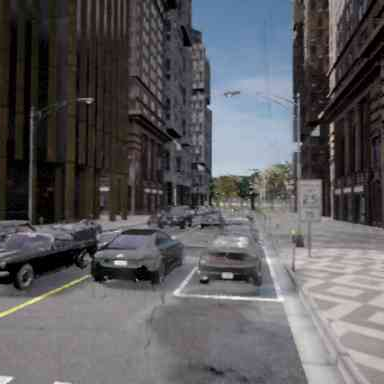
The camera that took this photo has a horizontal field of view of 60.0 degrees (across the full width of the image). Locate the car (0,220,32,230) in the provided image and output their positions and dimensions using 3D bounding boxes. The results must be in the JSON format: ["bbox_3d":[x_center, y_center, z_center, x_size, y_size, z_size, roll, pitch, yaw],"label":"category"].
[{"bbox_3d":[-7.169,1.760,11.725,1.967,1.590,4.097,0,-2,10],"label":"car"}]

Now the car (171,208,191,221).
[{"bbox_3d":[-1.399,3.020,45.223,1.967,1.590,4.097,0,-2,10],"label":"car"}]

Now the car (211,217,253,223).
[{"bbox_3d":[2.188,2.086,15.828,1.947,1.339,4.313,0,-2,10],"label":"car"}]

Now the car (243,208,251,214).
[{"bbox_3d":[13.728,4.717,82.818,1.887,1.381,4.507,-1,-3,10],"label":"car"}]

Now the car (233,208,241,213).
[{"bbox_3d":[12.114,4.969,89.673,1.812,1.442,4.674,0,-2,10],"label":"car"}]

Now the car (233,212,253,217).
[{"bbox_3d":[3.179,2.256,21.578,1.752,1.417,4.829,0,-2,10],"label":"car"}]

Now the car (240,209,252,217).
[{"bbox_3d":[9.882,3.797,60.489,2.008,1.369,4.403,0,-2,10],"label":"car"}]

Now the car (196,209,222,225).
[{"bbox_3d":[1.954,2.603,30.710,2.033,1.411,5.357,0,-2,10],"label":"car"}]

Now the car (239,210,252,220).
[{"bbox_3d":[7.959,3.383,49.322,1.802,1.307,4.206,0,-2,10],"label":"car"}]

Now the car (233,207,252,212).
[{"bbox_3d":[6.035,2.801,38.162,1.967,1.590,4.097,0,-2,10],"label":"car"}]

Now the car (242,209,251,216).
[{"bbox_3d":[10.844,4.054,66.070,1.802,1.307,4.206,-1,-2,10],"label":"car"}]

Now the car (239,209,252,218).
[{"bbox_3d":[8.920,3.574,54.907,2.008,1.369,4.403,0,-2,10],"label":"car"}]

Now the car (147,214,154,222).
[{"bbox_3d":[-3.323,2.727,34.052,1.802,1.307,4.206,0,-2,10],"label":"car"}]

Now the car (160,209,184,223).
[{"bbox_3d":[-2.361,2.801,39.639,1.967,1.590,4.097,0,-2,10],"label":"car"}]

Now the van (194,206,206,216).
[{"bbox_3d":[1.486,3.588,61.975,1.690,1.788,3.998,0,-2,10],"label":"van"}]

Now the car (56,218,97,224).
[{"bbox_3d":[-6.208,2.072,17.305,2.008,1.369,4.403,0,-2,10],"label":"car"}]

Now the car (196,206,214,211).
[{"bbox_3d":[1.395,2.710,45.137,1.837,1.490,4.892,0,-2,10],"label":"car"}]

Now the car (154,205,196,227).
[{"bbox_3d":[-1.378,2.214,29.604,2.150,2.045,5.566,0,-2,10],"label":"car"}]

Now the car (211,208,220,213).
[{"bbox_3d":[6.295,4.964,89.877,2.008,1.369,4.403,-1,-3,10],"label":"car"}]

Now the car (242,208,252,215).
[{"bbox_3d":[11.805,4.252,71.653,2.008,1.369,4.403,-1,-2,10],"label":"car"}]

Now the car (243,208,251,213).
[{"bbox_3d":[14.690,4.978,88.399,1.947,1.339,4.313,-1,-3,10],"label":"car"}]

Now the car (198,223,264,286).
[{"bbox_3d":[1.226,1.870,10.243,2.008,1.369,4.403,0,-2,10],"label":"car"}]

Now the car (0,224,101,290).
[{"bbox_3d":[-4.780,1.879,10.105,1.895,1.301,4.718,0,-2,11],"label":"car"}]

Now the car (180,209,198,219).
[{"bbox_3d":[-0.438,3.352,50.802,2.008,1.369,4.403,0,-2,10],"label":"car"}]

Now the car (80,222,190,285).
[{"bbox_3d":[-1.513,1.879,10.594,1.994,1.385,4.181,0,-2,10],"label":"car"}]
